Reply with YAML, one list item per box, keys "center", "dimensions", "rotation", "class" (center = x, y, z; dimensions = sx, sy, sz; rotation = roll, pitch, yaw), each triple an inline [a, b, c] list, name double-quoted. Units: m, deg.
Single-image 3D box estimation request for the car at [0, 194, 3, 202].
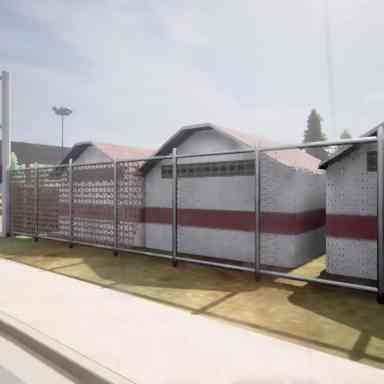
- center: [-22.566, 1.222, 40.017]
  dimensions: [2.150, 2.045, 5.566]
  rotation: [0, 0, 37]
  class: "car"
